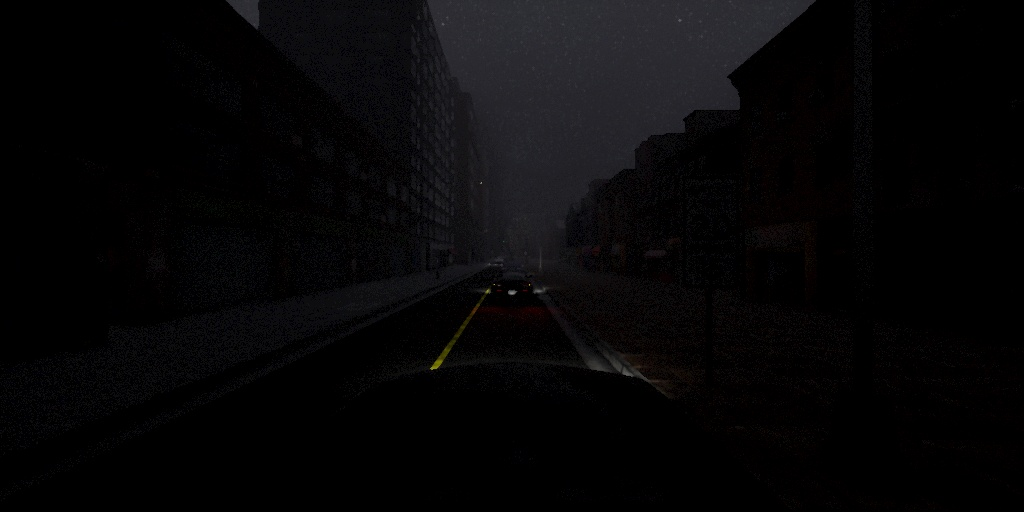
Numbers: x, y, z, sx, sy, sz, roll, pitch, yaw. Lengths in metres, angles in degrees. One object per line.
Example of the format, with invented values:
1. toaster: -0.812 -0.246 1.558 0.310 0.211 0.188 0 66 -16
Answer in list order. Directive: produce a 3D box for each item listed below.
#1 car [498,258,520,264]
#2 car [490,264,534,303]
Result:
1. car: 0.000 1.208 31.498 1.882 1.535 5.008 0 0 0
2. car: 0.001 1.279 16.500 1.812 1.442 4.674 0 0 0
